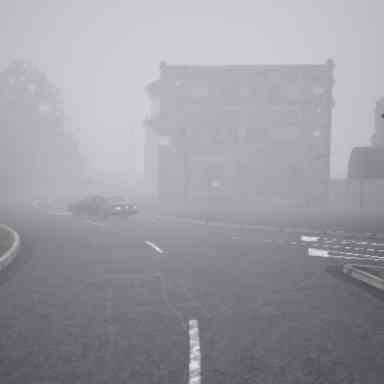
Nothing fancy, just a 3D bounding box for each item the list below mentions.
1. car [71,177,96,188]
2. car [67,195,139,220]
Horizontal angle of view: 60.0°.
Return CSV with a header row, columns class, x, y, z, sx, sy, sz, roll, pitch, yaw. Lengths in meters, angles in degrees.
class,x,y,z,sx,sy,sz,roll,pitch,yaw
car,-15.259,-1.431,46.905,2.033,1.411,5.357,1,7,3
car,-5.619,0.866,20.617,5.357,1.411,2.033,2,2,40
